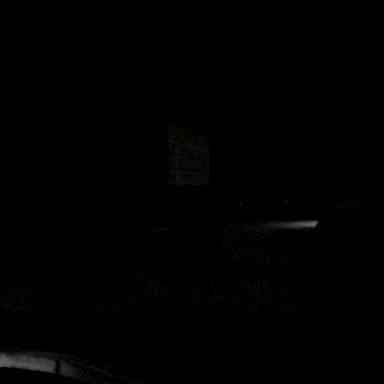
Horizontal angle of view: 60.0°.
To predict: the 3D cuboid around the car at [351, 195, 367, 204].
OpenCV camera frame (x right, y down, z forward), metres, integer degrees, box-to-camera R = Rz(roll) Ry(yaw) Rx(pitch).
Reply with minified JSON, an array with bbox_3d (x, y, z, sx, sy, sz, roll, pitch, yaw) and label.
[{"bbox_3d":[7.368,0.210,10.171,5.357,1.411,2.033,-5,-2,33],"label":"car"}]
